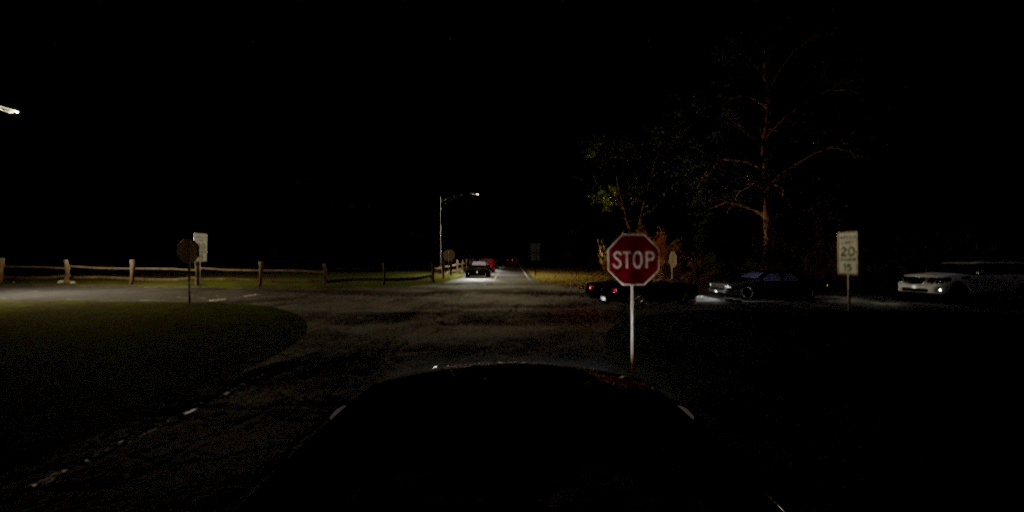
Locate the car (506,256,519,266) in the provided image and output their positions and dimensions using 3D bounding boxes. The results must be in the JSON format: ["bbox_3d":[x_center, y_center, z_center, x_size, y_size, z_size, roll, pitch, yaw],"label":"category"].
[{"bbox_3d":[0.023,0.777,59.860,2.097,1.767,4.553,0,0,0],"label":"car"}]

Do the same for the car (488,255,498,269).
[{"bbox_3d":[-2.889,1.001,40.403,1.882,1.535,5.008,0,0,0],"label":"car"}]

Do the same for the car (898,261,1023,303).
[{"bbox_3d":[23.240,1.258,18.292,5.566,2.045,2.150,1,-1,0],"label":"car"}]

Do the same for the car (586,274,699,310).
[{"bbox_3d":[5.396,1.335,14.542,4.718,1.301,1.895,1,-1,-29],"label":"car"}]

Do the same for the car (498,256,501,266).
[{"bbox_3d":[-2.897,1.076,49.752,1.895,1.301,4.718,0,0,0],"label":"car"}]

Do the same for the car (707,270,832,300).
[{"bbox_3d":[12.959,1.431,18.178,5.357,1.411,2.033,1,-1,-2],"label":"car"}]

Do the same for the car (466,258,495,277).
[{"bbox_3d":[-2.885,1.135,31.681,1.994,1.385,4.181,0,0,0],"label":"car"}]

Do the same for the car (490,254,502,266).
[{"bbox_3d":[-2.837,0.643,60.500,2.150,2.045,5.566,0,0,0],"label":"car"}]
